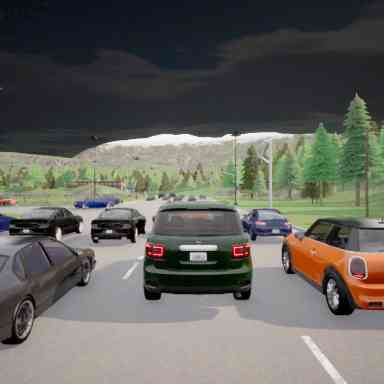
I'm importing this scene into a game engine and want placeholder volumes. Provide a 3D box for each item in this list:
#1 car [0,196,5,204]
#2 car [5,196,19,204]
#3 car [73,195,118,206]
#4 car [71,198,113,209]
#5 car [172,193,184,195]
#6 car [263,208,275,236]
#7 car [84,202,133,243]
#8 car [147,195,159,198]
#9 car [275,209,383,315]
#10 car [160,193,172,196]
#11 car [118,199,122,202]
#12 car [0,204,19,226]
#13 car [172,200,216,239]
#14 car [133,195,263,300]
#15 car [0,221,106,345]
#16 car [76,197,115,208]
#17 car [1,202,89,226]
[{"bbox_3d":[-27.766,1.352,43.781,4.553,1.767,2.097,0,0,0],"label":"car"},{"bbox_3d":[-28.958,1.354,50.778,4.553,1.767,2.097,0,0,0],"label":"car"},{"bbox_3d":[-12.551,1.477,43.009,5.008,1.535,1.882,0,1,-26],"label":"car"},{"bbox_3d":[-13.819,1.547,46.142,5.357,1.411,2.033,0,0,-25],"label":"car"},{"bbox_3d":[-3.448,1.553,85.412,1.994,1.385,4.181,0,0,0],"label":"car"},{"bbox_3d":[3.612,1.526,16.603,1.812,1.442,4.674,0,0,0],"label":"car"},{"bbox_3d":[-3.391,1.478,16.132,1.882,1.535,5.008,0,0,0],"label":"car"},{"bbox_3d":[-10.448,1.553,86.147,1.994,1.385,4.181,0,0,0],"label":"car"},{"bbox_3d":[3.601,1.352,7.703,2.097,1.767,4.553,0,0,0],"label":"car"},{"bbox_3d":[-6.945,1.540,91.742,2.033,1.411,5.357,0,0,0],"label":"car"},{"bbox_3d":[-13.804,1.352,55.468,2.097,1.767,4.553,-1,0,39],"label":"car"},{"bbox_3d":[-10.390,1.526,16.334,1.812,1.442,4.674,0,0,0],"label":"car"},{"bbox_3d":[0.111,1.352,18.024,2.097,1.767,4.553,0,0,0],"label":"car"},{"bbox_3d":[0.108,1.221,8.502,2.150,2.045,5.566,0,0,0],"label":"car"},{"bbox_3d":[-3.399,1.547,6.305,2.033,1.411,5.357,0,0,0],"label":"car"},{"bbox_3d":[-14.370,1.547,49.644,5.357,1.411,2.033,0,0,-31],"label":"car"},{"bbox_3d":[-6.890,1.478,16.303,1.882,1.535,5.008,0,0,0],"label":"car"}]
